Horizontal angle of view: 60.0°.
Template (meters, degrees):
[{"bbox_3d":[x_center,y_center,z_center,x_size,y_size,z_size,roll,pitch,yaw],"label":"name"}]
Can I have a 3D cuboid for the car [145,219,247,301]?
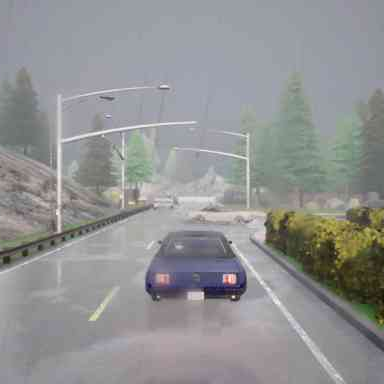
[{"bbox_3d":[0.081,1.601,8.263,1.895,1.301,4.718,0,0,0],"label":"car"}]

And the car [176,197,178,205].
[{"bbox_3d":[-3.509,1.371,58.629,2.097,1.767,4.553,0,0,0],"label":"car"}]

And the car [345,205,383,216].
[{"bbox_3d":[15.491,1.763,27.836,4.718,1.301,1.895,0,0,0],"label":"car"}]

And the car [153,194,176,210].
[{"bbox_3d":[-3.597,1.221,42.692,2.150,2.045,5.566,0,0,0],"label":"car"}]

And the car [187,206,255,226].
[{"bbox_3d":[2.156,1.673,24.342,4.718,1.301,1.895,0,0,20],"label":"car"}]
